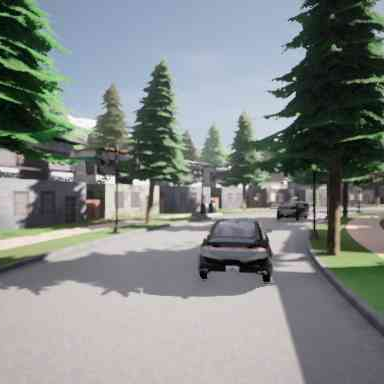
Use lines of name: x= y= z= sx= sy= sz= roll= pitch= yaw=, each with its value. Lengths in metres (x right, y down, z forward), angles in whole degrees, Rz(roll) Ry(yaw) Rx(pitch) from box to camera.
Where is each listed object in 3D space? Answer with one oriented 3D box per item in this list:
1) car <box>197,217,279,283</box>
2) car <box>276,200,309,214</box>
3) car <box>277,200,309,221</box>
car: x=1.363 y=1.548 z=9.975 sx=2.128 sy=1.511 sz=4.902 roll=0 pitch=0 yaw=10
car: x=11.991 y=1.710 z=39.403 sx=1.882 sy=1.535 sz=5.008 roll=0 pitch=-1 yaw=42
car: x=8.795 y=1.662 z=28.917 sx=2.128 sy=1.511 sz=4.902 roll=0 pitch=0 yaw=31
